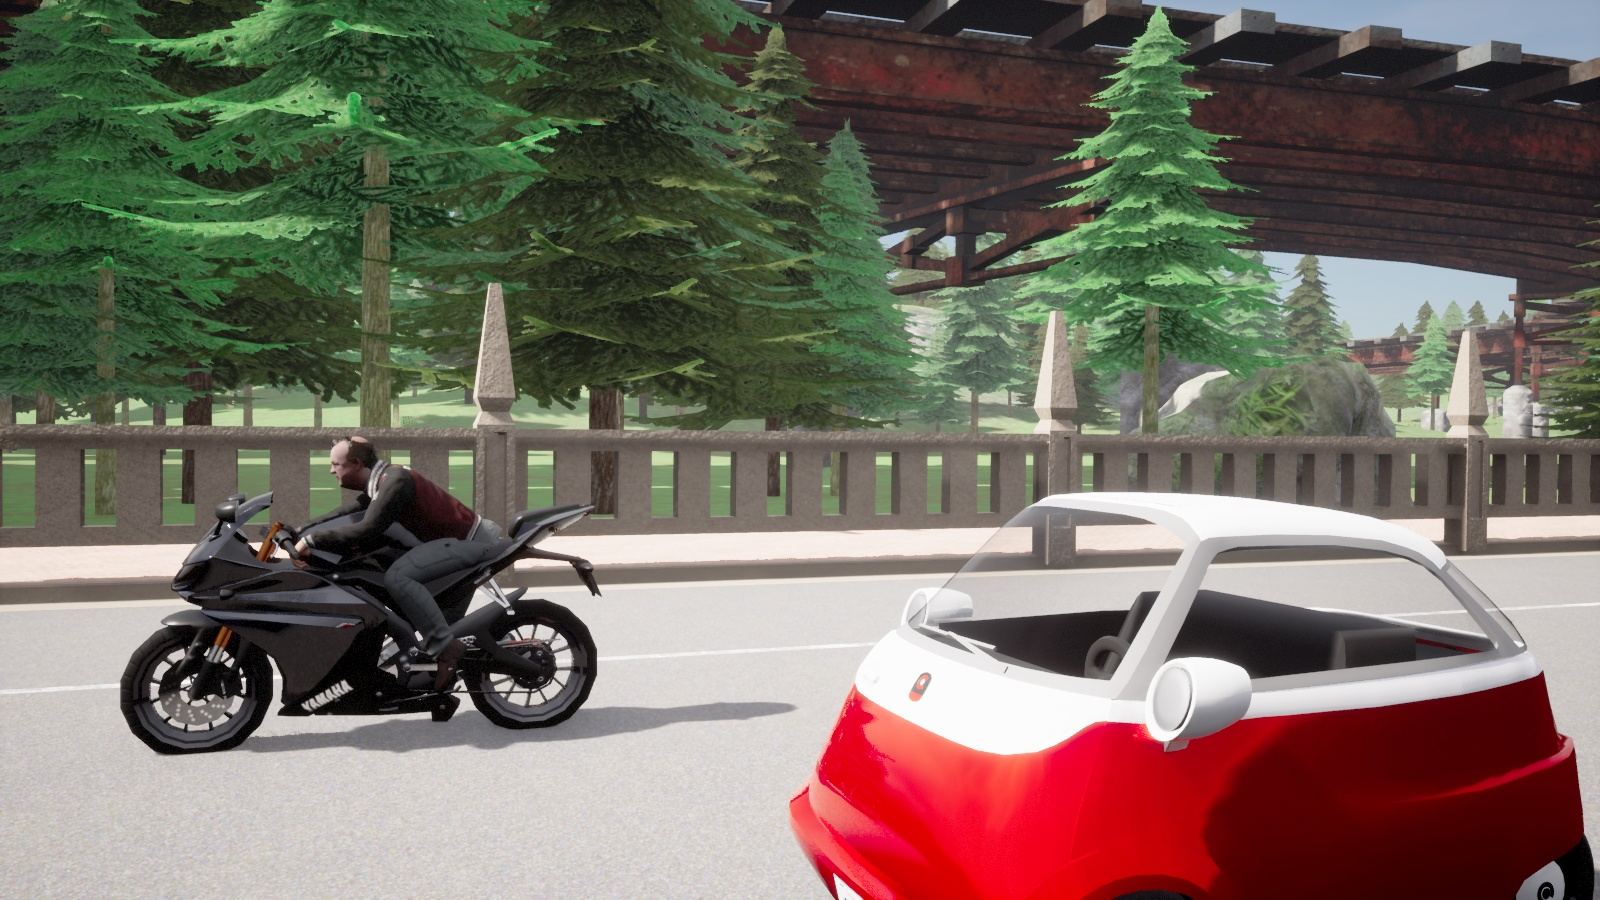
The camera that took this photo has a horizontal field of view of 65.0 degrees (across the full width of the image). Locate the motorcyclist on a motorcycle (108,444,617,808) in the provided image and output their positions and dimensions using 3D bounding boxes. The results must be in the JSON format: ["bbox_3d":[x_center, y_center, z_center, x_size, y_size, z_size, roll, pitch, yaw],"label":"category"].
[{"bbox_3d":[-2.089,0.755,6.190,2.191,1.530,0.866,-1,1,-21],"label":"motorcyclist on a motorcycle"}]

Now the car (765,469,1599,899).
[{"bbox_3d":[1.187,0.780,3.690,2.207,1.376,1.481,-1,1,-21],"label":"car"}]
